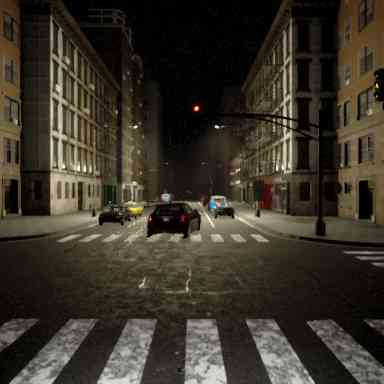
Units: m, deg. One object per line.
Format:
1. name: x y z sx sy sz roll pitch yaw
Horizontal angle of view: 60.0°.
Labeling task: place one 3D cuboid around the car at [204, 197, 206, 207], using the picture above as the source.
1. car: 2.698 1.566 39.765 1.802 1.307 4.206 0 0 0

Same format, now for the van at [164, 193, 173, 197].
1. van: -5.336 1.315 66.806 1.690 1.788 3.998 0 0 0

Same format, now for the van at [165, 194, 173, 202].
1. van: -5.331 1.311 77.619 1.690 1.788 3.998 0 0 0

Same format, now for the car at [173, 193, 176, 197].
1. car: -5.333 1.287 72.212 2.192 1.841 5.009 0 0 0

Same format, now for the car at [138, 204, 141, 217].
1. car: -5.355 1.513 28.793 1.752 1.417 4.829 0 0 0

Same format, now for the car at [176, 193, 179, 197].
1. car: -5.325 1.517 88.432 2.008 1.369 4.403 0 0 0

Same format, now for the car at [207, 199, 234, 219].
1. car: 2.680 1.539 28.953 2.008 1.369 4.403 0 0 0

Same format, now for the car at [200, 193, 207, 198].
1. car: 2.716 1.295 50.578 2.192 1.841 5.009 0 0 0

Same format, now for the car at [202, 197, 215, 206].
1. car: 2.725 1.544 55.984 1.947 1.339 4.313 0 0 0

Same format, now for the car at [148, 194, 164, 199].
1. car: -5.347 1.422 45.182 1.967 1.590 4.097 0 0 0

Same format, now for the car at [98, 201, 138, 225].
1. car: -5.357 1.541 23.557 2.008 1.369 4.403 0 0 0

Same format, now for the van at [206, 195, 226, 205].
1. van: 2.689 1.327 34.359 1.690 1.788 3.998 0 0 0

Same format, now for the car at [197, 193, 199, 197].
1. car: 2.770 1.513 83.015 1.887 1.381 4.507 0 0 0

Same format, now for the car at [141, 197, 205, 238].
1. car: -0.842 1.345 17.881 2.097 1.767 4.553 0 0 11

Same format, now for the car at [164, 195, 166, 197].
1. car: -5.344 1.505 50.418 1.752 1.417 4.829 0 0 0
